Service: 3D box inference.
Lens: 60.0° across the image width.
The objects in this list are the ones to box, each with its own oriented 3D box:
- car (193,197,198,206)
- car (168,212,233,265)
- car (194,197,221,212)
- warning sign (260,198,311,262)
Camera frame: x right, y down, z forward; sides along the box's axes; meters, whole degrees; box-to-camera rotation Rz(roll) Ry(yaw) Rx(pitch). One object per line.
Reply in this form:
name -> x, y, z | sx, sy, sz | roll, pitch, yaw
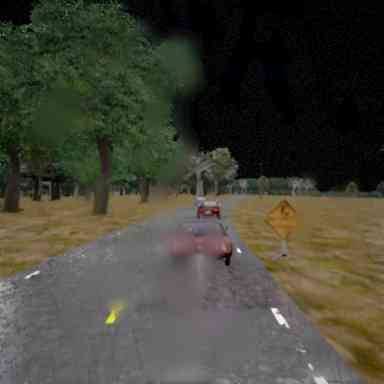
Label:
car -> 1.491, 1.510, 53.754 | 1.812, 1.442, 4.674 | 0, 0, 10
car -> 0.350, 1.618, 11.783 | 1.895, 1.301, 4.718 | 0, 0, 3
car -> 1.544, 1.496, 29.573 | 1.882, 1.535, 5.008 | 0, 0, 6
warning sign -> 2.858, 1.134, 10.373 | 1.300, 1.860, 1.060 | 1, 0, 2
